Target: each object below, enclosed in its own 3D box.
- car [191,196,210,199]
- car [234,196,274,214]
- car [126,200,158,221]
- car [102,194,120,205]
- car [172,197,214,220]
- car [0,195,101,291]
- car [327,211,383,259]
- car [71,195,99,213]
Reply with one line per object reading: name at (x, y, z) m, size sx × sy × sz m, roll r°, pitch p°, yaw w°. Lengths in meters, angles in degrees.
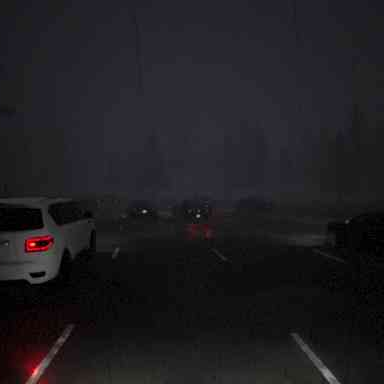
car at (0.616, 1.109, 33.578) m, size 2.128 × 1.511 × 4.902 m, roll 0°, pitch 1°, yaw -20°
car at (5.490, 1.112, 30.182) m, size 1.882 × 1.535 × 5.008 m, roll 0°, pitch 1°, yaw -19°
car at (-3.797, 1.301, 24.722) m, size 1.994 × 1.385 × 4.181 m, roll 0°, pitch 1°, yaw -16°
car at (-11.907, 1.032, 46.417) m, size 1.837 × 1.490 × 4.892 m, roll 0°, pitch -1°, yaw -45°
car at (-0.161, 1.320, 24.895) m, size 1.895 × 1.301 × 4.718 m, roll 0°, pitch 1°, yaw -16°
car at (-4.026, 1.139, 8.775) m, size 2.150 × 2.045 × 5.566 m, roll 0°, pitch 1°, yaw -7°
car at (6.238, 1.328, 10.675) m, size 1.882 × 1.535 × 5.008 m, roll 0°, pitch 1°, yaw -6°
car at (-10.881, 1.147, 33.555) m, size 1.882 × 1.535 × 5.008 m, roll 0°, pitch 0°, yaw -27°
